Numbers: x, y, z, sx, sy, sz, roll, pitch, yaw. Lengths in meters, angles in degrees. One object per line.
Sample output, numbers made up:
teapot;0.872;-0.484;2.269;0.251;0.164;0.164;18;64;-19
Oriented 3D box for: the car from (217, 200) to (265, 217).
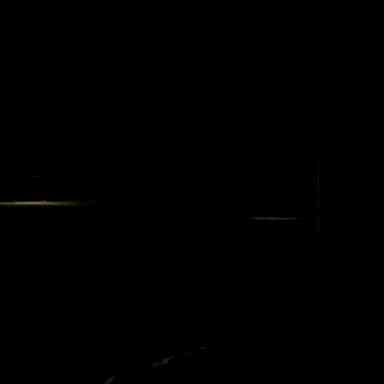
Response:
car;4.550;1.519;31.524;1.882;1.535;5.008;0;0;-40
